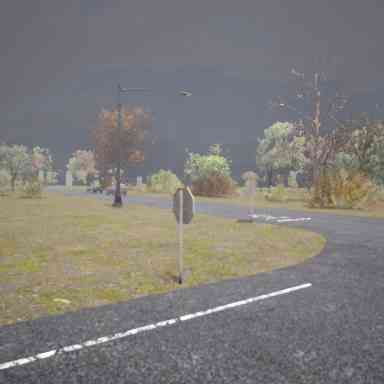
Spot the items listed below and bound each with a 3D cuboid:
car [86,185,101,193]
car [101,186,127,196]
[{"bbox_3d":[-17.635,-0.546,59.888,1.837,1.490,4.892,0,2,-36],"label":"car"},{"bbox_3d":[-11.796,-0.237,51.765,2.128,1.511,4.902,0,2,-36],"label":"car"}]
